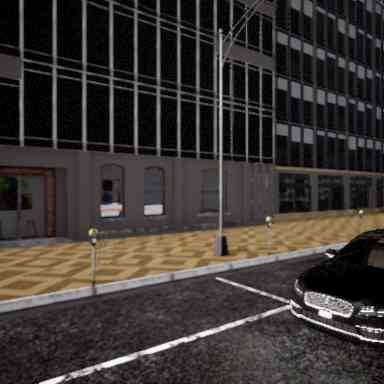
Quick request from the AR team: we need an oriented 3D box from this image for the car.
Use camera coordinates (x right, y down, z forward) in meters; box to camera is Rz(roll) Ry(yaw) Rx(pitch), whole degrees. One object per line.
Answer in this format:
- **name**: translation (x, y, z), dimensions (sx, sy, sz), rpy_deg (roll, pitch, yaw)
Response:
- **car**: translation (3.870, 1.475, 6.137), dimensions (4.892, 1.490, 1.837), rpy_deg (0, 0, -35)
